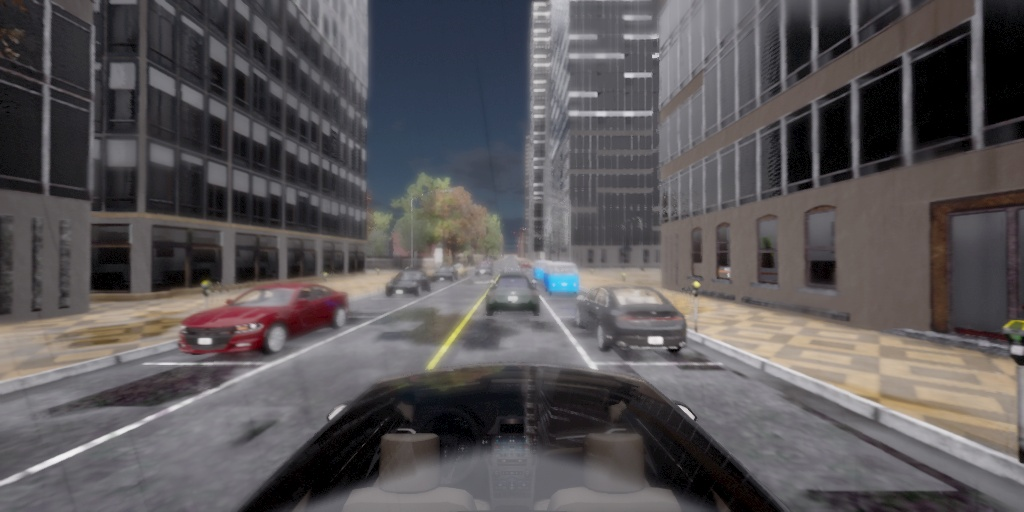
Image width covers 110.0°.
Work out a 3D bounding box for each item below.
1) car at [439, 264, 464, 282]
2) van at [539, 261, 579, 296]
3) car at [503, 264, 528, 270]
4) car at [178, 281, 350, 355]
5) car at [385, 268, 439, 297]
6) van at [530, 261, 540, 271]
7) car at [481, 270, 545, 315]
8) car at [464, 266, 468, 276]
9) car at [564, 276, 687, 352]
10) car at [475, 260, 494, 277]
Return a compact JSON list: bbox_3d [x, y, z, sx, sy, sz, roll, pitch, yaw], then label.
[{"bbox_3d":[-5.777,1.535,31.700,1.948,1.339,4.313,0,0,0],"label":"car"},{"bbox_3d":[2.687,1.243,20.306,1.690,1.789,3.998,0,0,0],"label":"van"},{"bbox_3d":[0.036,1.552,28.534,1.895,1.301,4.718,0,0,0],"label":"car"},{"bbox_3d":[-5.692,1.361,8.897,1.888,1.381,4.507,0,0,0],"label":"car"},{"bbox_3d":[-5.694,1.468,20.303,1.948,1.339,4.313,0,0,0],"label":"car"},{"bbox_3d":[2.766,1.310,31.703,1.690,1.789,3.998,0,0,0],"label":"van"},{"bbox_3d":[0.045,1.424,14.189,1.994,1.385,4.181,0,0,0],"label":"car"},{"bbox_3d":[-5.826,1.536,38.934,1.751,1.417,4.829,0,0,0],"label":"car"},{"bbox_3d":[2.689,1.366,8.899,2.007,1.370,4.403,0,0,0],"label":"car"},{"bbox_3d":[-3.054,1.507,39.973,2.128,1.511,4.902,0,0,1],"label":"car"}]
